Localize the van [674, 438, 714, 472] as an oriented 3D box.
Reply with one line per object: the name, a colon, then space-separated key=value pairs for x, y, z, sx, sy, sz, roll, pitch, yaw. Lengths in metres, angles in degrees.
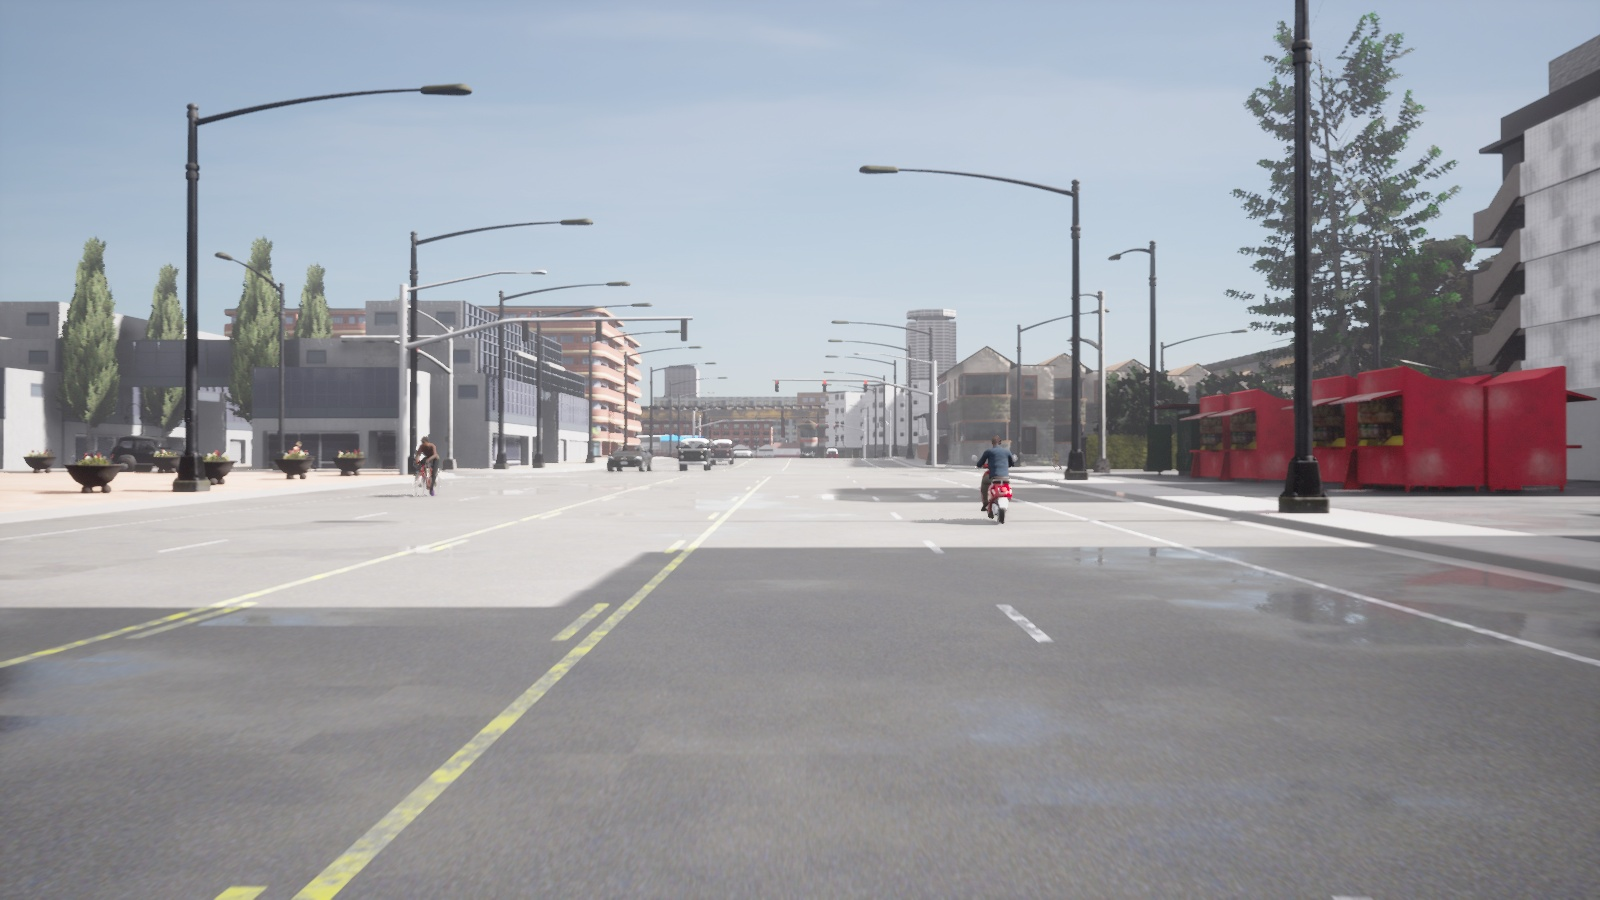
van: x=-6.533 y=0.288 z=78.019 sx=2.069 sy=2.038 sz=4.480 roll=0 pitch=0 yaw=0

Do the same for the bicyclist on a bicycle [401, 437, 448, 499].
bicyclist on a bicycle: x=-10.044 y=0.461 z=33.632 sx=0.582 sy=1.620 sz=1.656 roll=1 pitch=1 yaw=7

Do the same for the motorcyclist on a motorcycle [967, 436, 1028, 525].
motorcyclist on a motorcycle: x=3.650 y=0.543 z=23.363 sx=0.866 sy=1.590 sz=1.817 roll=0 pitch=0 yaw=0

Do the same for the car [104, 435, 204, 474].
car: x=-31.233 y=0.216 z=60.797 sx=3.866 sy=1.878 sz=1.905 roll=0 pitch=0 yaw=1

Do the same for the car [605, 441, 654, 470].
car: x=-10.078 y=0.322 z=74.496 sx=2.152 sy=1.651 sz=5.027 roll=0 pitch=0 yaw=1
